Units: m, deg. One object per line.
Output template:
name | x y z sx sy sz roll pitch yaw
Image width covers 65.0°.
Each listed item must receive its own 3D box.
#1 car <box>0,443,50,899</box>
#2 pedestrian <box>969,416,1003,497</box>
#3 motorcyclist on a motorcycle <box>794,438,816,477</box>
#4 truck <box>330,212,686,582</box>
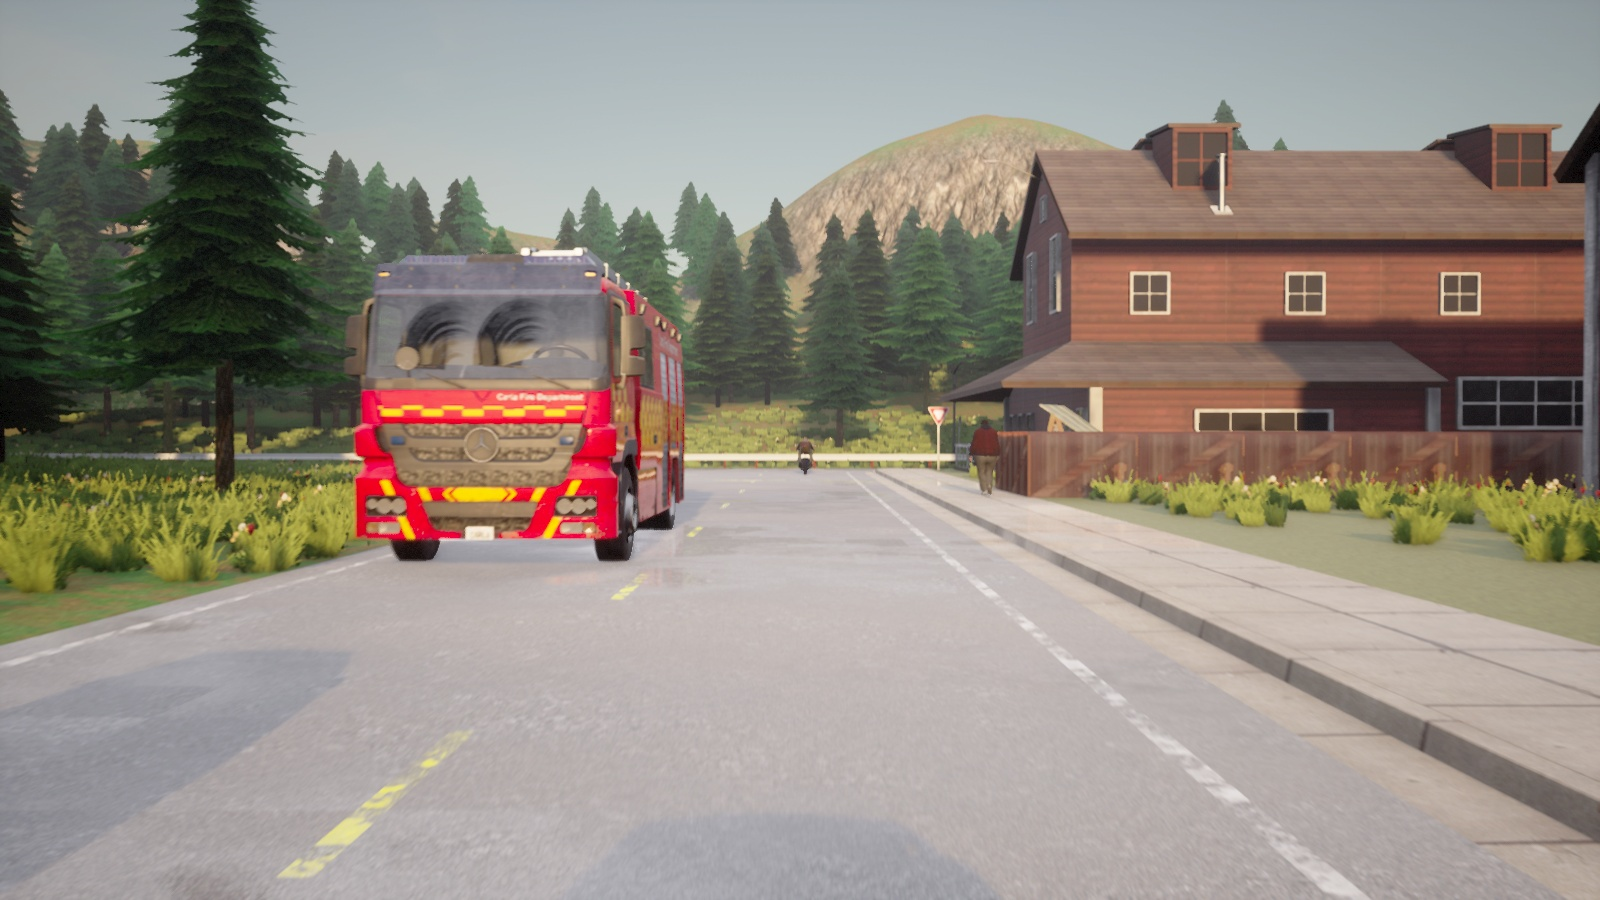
car | -3.473 0.733 2.185 1.816 1.474 4.193 0 1 0
pedestrian | 4.276 0.137 28.928 0.634 1.844 0.899 0 1 0
motorcyclist on a motorcycle | 0.217 0.297 50.814 0.866 1.530 2.191 0 1 0
truck | -3.411 -0.590 17.262 2.891 3.827 8.468 0 1 0
